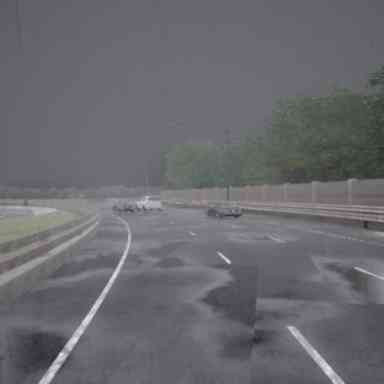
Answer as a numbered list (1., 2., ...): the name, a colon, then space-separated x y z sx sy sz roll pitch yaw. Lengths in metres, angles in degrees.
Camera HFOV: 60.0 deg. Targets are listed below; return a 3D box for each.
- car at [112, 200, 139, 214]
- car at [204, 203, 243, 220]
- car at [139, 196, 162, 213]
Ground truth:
1. car: -8.646 1.890 41.419 2.033 1.411 5.357 0 0 -25
2. car: 2.759 1.696 30.421 2.033 1.411 5.357 0 0 -17
3. car: -5.657 1.541 43.175 2.150 2.045 5.566 0 -1 -25
